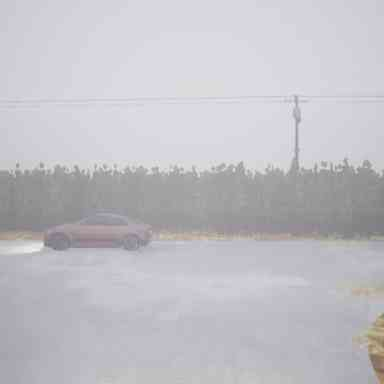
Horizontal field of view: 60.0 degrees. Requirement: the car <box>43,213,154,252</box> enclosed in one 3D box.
[{"bbox_3d":[-3.645,1.562,13.342,4.181,1.385,1.994,0,0,2],"label":"car"}]
